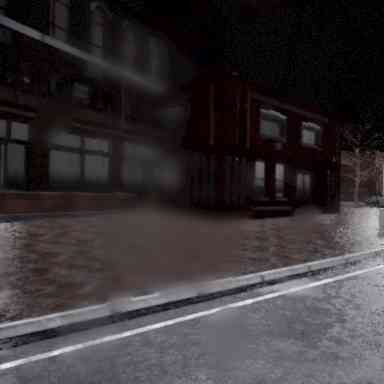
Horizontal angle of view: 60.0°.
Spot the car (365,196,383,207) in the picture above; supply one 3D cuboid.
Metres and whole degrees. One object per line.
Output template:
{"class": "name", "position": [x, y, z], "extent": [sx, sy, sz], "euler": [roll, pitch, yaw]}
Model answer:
{"class": "car", "position": [28.170, 1.440, 50.039], "extent": [2.128, 1.511, 4.902], "euler": [1, 0, -5]}
